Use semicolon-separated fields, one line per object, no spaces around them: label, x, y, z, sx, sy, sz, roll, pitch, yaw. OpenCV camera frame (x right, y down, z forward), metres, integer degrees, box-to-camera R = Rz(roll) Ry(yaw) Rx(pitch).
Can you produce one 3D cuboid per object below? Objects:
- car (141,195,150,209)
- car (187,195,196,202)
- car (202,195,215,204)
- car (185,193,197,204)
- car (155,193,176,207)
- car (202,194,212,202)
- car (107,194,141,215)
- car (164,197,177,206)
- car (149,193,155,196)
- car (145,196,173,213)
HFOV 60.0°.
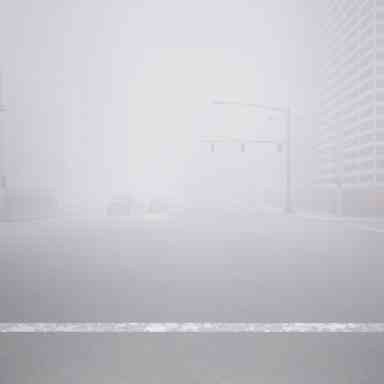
car;-7.197;1.547;44.845;2.033;1.411;5.357;0;0;0
car;-0.160;1.382;74.481;1.994;1.385;4.181;0;0;0
car;3.457;1.525;64.730;1.812;1.442;4.674;0;0;0
car;-0.137;1.221;63.810;2.150;2.045;5.566;0;0;0
car;-3.698;1.351;47.547;2.097;1.767;4.553;0;0;0
car;3.343;1.355;74.633;2.097;1.767;4.553;0;0;0
car;-7.157;1.221;34.590;2.150;2.045;5.566;0;0;2
car;-3.712;1.564;57.602;1.994;1.385;4.181;0;0;-1
car;-7.182;1.223;63.764;2.150;2.045;5.566;0;0;0
car;-3.681;1.491;37.513;2.128;1.511;4.902;0;0;0
